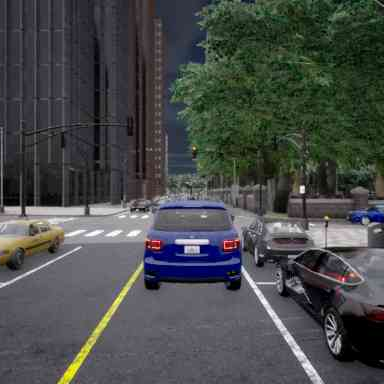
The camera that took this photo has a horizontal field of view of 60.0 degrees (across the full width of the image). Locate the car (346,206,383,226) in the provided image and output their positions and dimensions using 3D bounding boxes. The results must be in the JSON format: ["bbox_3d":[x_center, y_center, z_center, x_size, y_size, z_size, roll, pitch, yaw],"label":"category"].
[{"bbox_3d":[14.726,1.806,26.066,5.008,1.535,1.882,1,0,0],"label":"car"}]

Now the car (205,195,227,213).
[{"bbox_3d":[2.658,1.328,37.893,2.192,1.841,5.009,0,0,0],"label":"car"}]

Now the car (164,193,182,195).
[{"bbox_3d":[-3.238,1.385,55.654,2.097,1.767,4.553,0,0,0],"label":"car"}]

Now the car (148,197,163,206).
[{"bbox_3d":[-5.913,1.582,54.230,2.008,1.369,4.403,0,0,0],"label":"car"}]

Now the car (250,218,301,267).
[{"bbox_3d":[2.733,1.551,11.227,2.008,1.369,4.403,0,0,0],"label":"car"}]

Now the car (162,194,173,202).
[{"bbox_3d":[-5.988,1.379,81.516,2.192,1.841,5.009,0,0,0],"label":"car"}]

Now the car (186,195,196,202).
[{"bbox_3d":[-0.217,1.585,78.462,2.128,1.511,4.902,0,0,0],"label":"car"}]

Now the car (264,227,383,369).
[{"bbox_3d":[2.748,1.566,5.714,1.947,1.339,4.313,0,0,0],"label":"car"}]

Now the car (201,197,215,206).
[{"bbox_3d":[2.613,1.582,54.261,2.008,1.369,4.403,0,0,0],"label":"car"}]

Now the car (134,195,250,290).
[{"bbox_3d":[0.048,1.222,9.207,2.150,2.045,5.566,0,0,1],"label":"car"}]

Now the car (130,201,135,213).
[{"bbox_3d":[-5.867,1.579,37.859,1.947,1.339,4.313,0,0,0],"label":"car"}]

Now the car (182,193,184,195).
[{"bbox_3d":[-3.215,1.537,66.046,2.128,1.511,4.902,0,0,0],"label":"car"}]

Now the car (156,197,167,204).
[{"bbox_3d":[-5.943,1.626,65.144,1.802,1.307,4.206,0,0,0],"label":"car"}]

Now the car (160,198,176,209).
[{"bbox_3d":[-3.225,1.547,45.918,1.812,1.442,4.674,0,0,0],"label":"car"}]

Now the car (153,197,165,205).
[{"bbox_3d":[-5.928,1.620,59.687,1.802,1.307,4.206,0,0,0],"label":"car"}]

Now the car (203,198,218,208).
[{"bbox_3d":[2.628,1.591,48.805,1.947,1.339,4.313,0,0,0],"label":"car"}]

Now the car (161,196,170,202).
[{"bbox_3d":[-5.973,1.639,76.059,1.802,1.307,4.206,0,0,0],"label":"car"}]

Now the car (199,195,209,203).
[{"bbox_3d":[2.567,1.491,70.631,1.967,1.590,4.097,0,0,0],"label":"car"}]

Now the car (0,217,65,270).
[{"bbox_3d":[-5.792,1.526,11.025,1.752,1.417,4.829,0,0,0],"label":"car"}]

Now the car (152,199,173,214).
[{"bbox_3d":[-3.240,1.538,36.768,1.812,1.442,4.674,0,0,1],"label":"car"}]

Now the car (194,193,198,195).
[{"bbox_3d":[-0.089,1.552,68.069,1.837,1.490,4.892,0,0,0],"label":"car"}]

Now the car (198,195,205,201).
[{"bbox_3d":[2.521,1.598,87.170,1.752,1.417,4.829,0,0,0],"label":"car"}]
